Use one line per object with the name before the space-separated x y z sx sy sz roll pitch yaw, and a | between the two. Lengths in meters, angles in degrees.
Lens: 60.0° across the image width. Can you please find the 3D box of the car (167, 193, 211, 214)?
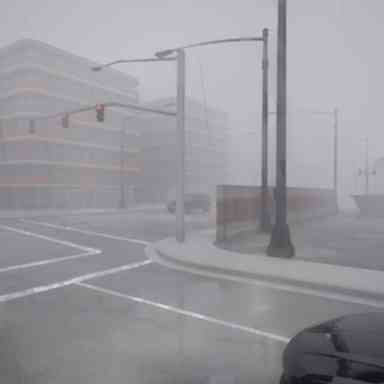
car | -0.186 1.091 33.500 2.150 2.045 5.566 0 0 35

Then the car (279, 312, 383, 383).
car | 2.991 1.487 1.842 5.008 1.535 1.882 0 0 36
